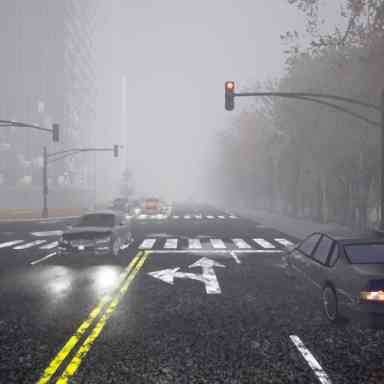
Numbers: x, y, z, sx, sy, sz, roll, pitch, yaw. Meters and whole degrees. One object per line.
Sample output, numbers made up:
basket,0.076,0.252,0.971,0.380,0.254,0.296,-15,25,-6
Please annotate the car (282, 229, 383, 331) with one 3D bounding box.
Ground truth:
car,3.312,1.506,6.998,2.033,1.411,5.357,-2,-2,3

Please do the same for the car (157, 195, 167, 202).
car,-6.399,1.281,71.375,2.033,1.411,5.357,0,0,-5

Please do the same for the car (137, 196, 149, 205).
car,-8.972,1.505,61.431,1.882,1.535,5.008,0,0,-4

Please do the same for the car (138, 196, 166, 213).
car,-4.285,1.363,36.185,2.097,1.767,4.553,0,0,-3

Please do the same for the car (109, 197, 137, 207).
car,-7.519,1.362,35.782,2.097,1.767,4.553,0,0,-3

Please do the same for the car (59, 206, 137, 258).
car,-3.533,1.510,12.880,1.837,1.490,4.892,0,0,-1

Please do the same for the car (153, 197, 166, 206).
car,-5.345,1.569,55.678,2.033,1.411,5.357,0,0,-4

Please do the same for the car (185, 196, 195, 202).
car,-0.402,1.570,77.530,2.128,1.511,4.902,0,0,-5
